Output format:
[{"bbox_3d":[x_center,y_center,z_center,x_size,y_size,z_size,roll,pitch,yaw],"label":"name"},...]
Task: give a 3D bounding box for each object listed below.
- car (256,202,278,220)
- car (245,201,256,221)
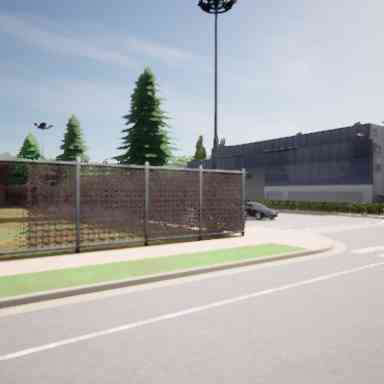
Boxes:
[{"bbox_3d":[5.464,1.627,29.667,1.837,1.490,4.892,0,0,-35],"label":"car"},{"bbox_3d":[2.675,1.609,27.553,1.837,1.490,4.892,0,0,-35],"label":"car"}]
